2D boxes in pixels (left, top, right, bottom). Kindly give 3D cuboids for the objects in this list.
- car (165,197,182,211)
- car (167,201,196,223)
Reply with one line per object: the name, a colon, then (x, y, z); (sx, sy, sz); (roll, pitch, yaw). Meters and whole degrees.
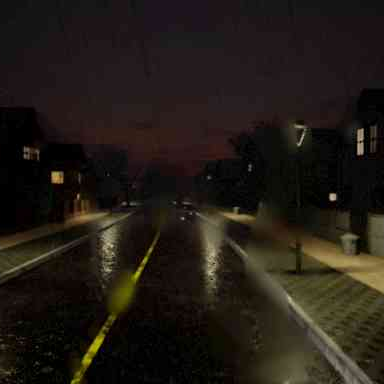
car: (-2.308, 1.430, 42.705); (2.097, 1.767, 4.553); (0, 0, -6)
car: (-0.808, 1.605, 25.879); (1.895, 1.301, 4.718); (0, 0, -4)
